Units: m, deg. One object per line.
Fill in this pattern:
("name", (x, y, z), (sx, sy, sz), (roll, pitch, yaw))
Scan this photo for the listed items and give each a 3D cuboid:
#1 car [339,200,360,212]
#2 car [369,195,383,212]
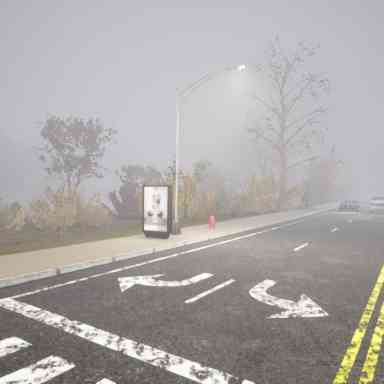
("car", (18.778, 1.602, 39.625), (1.994, 1.385, 4.181), (0, 0, 31))
("car", (21.560, 1.341, 37.946), (2.150, 2.045, 5.566), (0, 0, 31))
